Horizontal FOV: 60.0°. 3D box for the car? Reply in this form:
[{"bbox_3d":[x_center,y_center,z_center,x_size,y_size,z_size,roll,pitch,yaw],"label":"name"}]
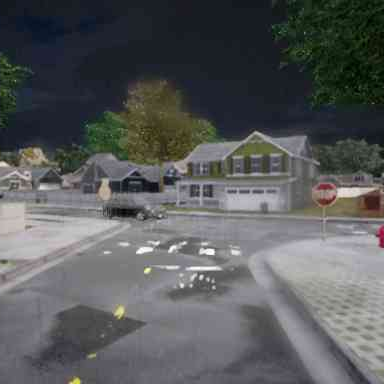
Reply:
[{"bbox_3d":[-3.979,1.012,23.020,4.553,1.767,2.097,0,0,32],"label":"car"}]
